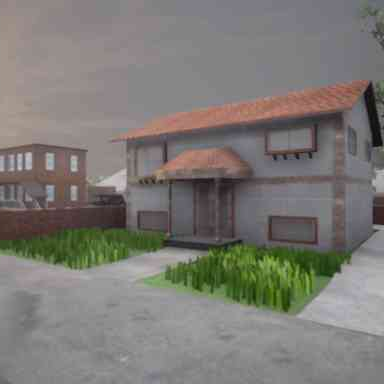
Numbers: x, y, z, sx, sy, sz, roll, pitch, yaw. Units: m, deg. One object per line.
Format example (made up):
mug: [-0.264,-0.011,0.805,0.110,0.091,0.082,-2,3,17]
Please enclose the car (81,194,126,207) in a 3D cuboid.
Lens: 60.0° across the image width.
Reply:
car: [-6.231,1.064,23.039,3.866,1.878,1.905,0,0,35]
